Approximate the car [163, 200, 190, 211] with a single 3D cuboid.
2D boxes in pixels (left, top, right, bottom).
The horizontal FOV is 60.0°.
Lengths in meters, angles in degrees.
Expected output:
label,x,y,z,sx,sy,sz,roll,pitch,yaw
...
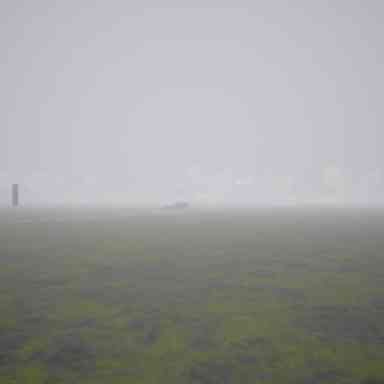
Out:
label,x,y,z,sx,sy,sz,roll,pitch,yaw
car,-2.246,1.924,48.724,1.882,1.535,5.008,-1,-1,36
